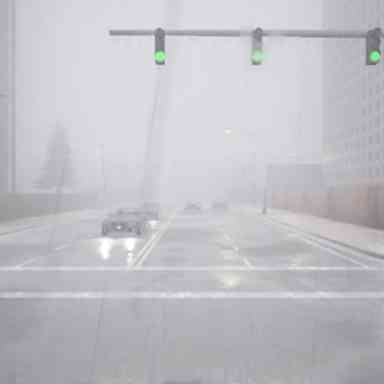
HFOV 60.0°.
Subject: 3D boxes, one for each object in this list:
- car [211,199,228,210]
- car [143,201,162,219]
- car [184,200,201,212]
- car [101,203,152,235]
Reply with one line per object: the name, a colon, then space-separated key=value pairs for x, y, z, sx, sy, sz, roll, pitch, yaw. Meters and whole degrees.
car: x=3.481 y=1.558 z=42.624 sx=1.895 sy=1.301 sz=4.718 roll=0 pitch=0 yaw=0
car: x=-3.609 y=1.518 z=28.692 sx=2.033 sy=1.411 sz=5.357 roll=0 pitch=0 yaw=-1
car: x=0.084 y=1.562 z=38.097 sx=1.895 sy=1.301 sz=4.718 roll=0 pitch=0 yaw=0
car: x=-3.607 y=1.545 z=18.392 sx=1.994 sy=1.385 sz=4.181 roll=0 pitch=0 yaw=0
